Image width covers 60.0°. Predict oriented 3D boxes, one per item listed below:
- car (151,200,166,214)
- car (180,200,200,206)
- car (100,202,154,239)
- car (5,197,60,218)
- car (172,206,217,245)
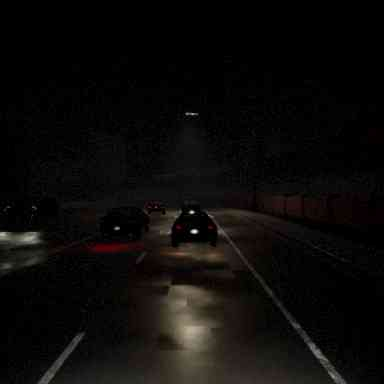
[{"bbox_3d":[-3.833,1.603,36.010,2.033,1.411,5.357,0,0,-5],"label":"car"},{"bbox_3d":[-0.173,1.543,33.222,2.128,1.511,4.902,0,0,-3],"label":"car"},{"bbox_3d":[-3.400,1.502,17.585,1.882,1.535,5.008,0,0,0],"label":"car"},{"bbox_3d":[-10.499,1.041,22.235,2.097,1.767,4.553,0,0,0],"label":"car"},{"bbox_3d":[0.100,1.586,15.582,1.994,1.385,4.181,0,0,0],"label":"car"}]
